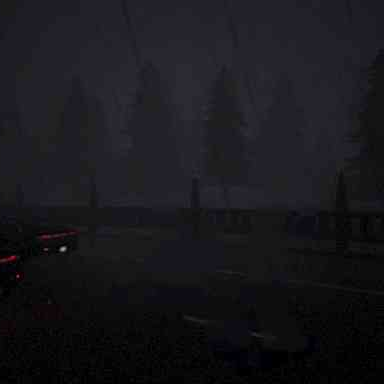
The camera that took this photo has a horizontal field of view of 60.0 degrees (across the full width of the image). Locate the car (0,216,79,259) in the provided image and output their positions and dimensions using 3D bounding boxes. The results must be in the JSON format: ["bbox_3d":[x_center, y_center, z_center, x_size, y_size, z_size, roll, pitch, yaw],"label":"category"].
[{"bbox_3d":[-6.119,1.582,11.539,4.902,1.511,2.128,-1,0,30],"label":"car"}]

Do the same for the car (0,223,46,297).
[{"bbox_3d":[-5.799,1.563,7.347,4.902,1.511,2.128,-1,0,30],"label":"car"}]
